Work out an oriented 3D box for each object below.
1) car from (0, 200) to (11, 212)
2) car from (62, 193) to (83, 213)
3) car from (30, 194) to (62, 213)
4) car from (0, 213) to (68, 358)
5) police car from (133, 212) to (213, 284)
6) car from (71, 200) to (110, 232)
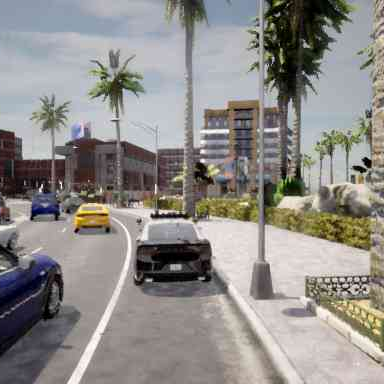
[{"bbox_3d":[-14.296,1.351,23.540,2.097,1.767,4.553,0,0,-20],"label":"car"},{"bbox_3d":[-12.909,1.342,36.109,2.097,1.767,4.553,0,0,-30],"label":"car"},{"bbox_3d":[-12.743,1.211,28.787,2.150,2.045,5.566,0,0,-24],"label":"car"},{"bbox_3d":[-3.379,1.349,4.418,2.097,1.767,4.553,0,0,-3],"label":"car"},{"bbox_3d":[-0.678,1.424,9.770,1.930,1.638,5.238,0,0,-7],"label":"police car"},{"bbox_3d":[-6.111,1.473,20.499,1.882,1.535,5.008,0,0,-16],"label":"car"}]
